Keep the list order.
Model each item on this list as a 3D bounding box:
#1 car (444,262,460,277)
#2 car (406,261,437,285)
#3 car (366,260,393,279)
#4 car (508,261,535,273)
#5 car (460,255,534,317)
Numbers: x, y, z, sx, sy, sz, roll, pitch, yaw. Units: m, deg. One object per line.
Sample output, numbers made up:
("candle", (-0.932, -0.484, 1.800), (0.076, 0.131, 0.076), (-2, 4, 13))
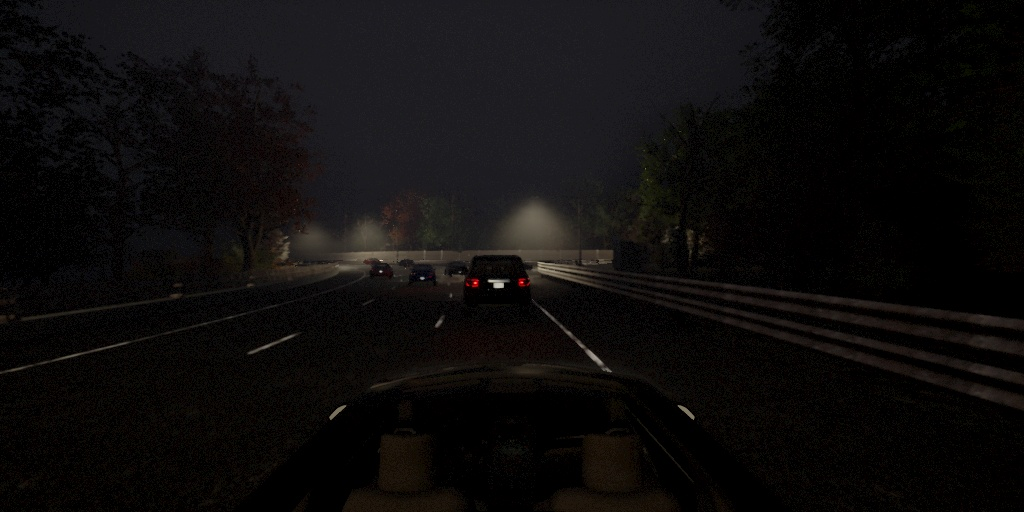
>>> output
("car", (-5.540, 1.288, 35.463), (1.812, 1.442, 4.674), (0, 0, -18))
("car", (-6.451, 1.294, 25.981), (1.812, 1.442, 4.674), (0, 0, -13))
("car", (-12.252, 1.352, 33.748), (1.994, 1.385, 4.181), (0, 0, -18))
("car", (1.260, 1.335, 45.415), (1.895, 1.301, 4.718), (0, 0, 21))
("car", (-0.676, 0.971, 13.320), (2.150, 2.045, 5.566), (0, 0, -6))
